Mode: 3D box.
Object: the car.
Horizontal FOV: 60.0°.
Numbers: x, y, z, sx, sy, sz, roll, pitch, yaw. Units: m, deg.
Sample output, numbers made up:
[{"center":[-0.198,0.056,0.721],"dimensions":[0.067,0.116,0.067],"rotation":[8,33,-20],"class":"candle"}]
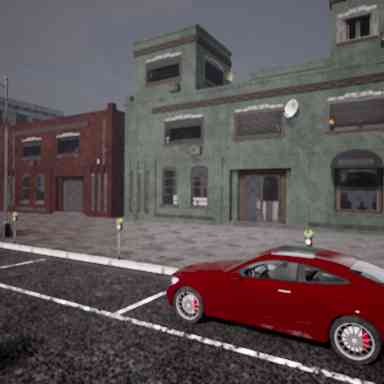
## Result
[{"center":[1.533,1.578,5.594],"dimensions":[4.206,1.307,1.802],"rotation":[0,1,32],"class":"car"}]
